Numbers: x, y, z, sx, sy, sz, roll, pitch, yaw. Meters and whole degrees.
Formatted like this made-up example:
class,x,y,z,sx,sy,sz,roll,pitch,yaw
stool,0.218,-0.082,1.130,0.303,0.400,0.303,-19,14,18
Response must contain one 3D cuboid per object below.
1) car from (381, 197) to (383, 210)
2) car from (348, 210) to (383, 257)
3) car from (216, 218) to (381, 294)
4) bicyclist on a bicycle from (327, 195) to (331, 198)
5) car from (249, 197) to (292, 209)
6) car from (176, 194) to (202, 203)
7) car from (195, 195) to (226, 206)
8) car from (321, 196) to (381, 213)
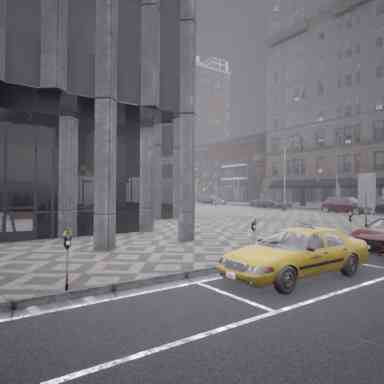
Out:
class,x,y,z,sx,sy,sz,roll,pitch,yaw
car,17.923,1.242,32.020,2.097,1.767,4.553,1,0,-35
car,7.535,1.547,12.148,4.507,1.381,1.887,0,1,-36
car,2.821,1.527,8.777,4.829,1.417,1.752,0,1,-36
bicyclist on a bicycle,16.332,1.158,39.536,1.656,1.620,0.582,0,0,-35
car,9.055,1.306,39.020,2.033,1.411,5.357,1,0,-36
car,-0.646,1.087,58.219,2.128,1.511,4.902,1,0,-35
car,2.881,1.153,47.780,2.128,1.511,4.902,1,0,-35
car,14.576,1.198,31.210,2.097,1.767,4.553,1,0,-35
